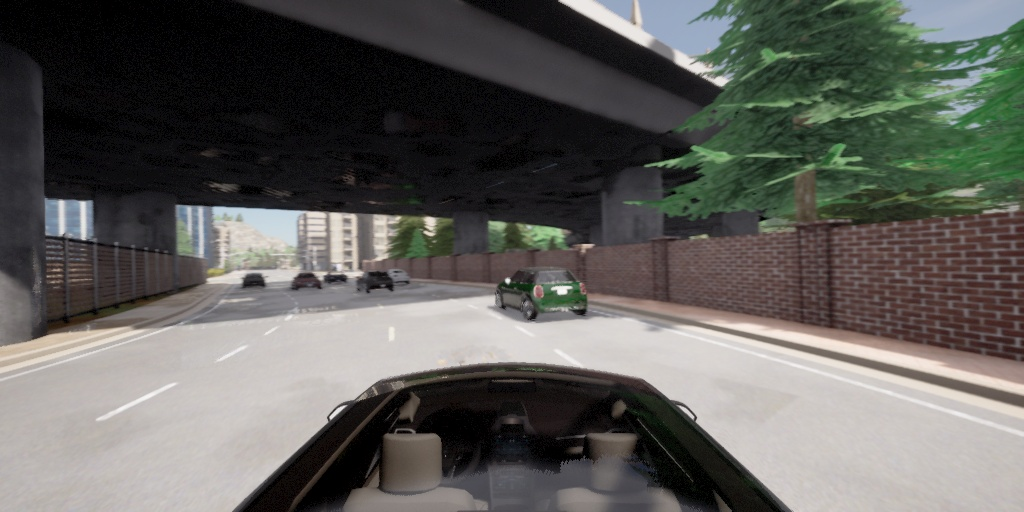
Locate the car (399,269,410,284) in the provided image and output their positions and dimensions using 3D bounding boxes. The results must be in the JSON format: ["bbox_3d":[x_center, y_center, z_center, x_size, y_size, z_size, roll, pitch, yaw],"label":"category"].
[{"bbox_3d":[-11.087,1.953,33.747,1.812,1.442,4.674,-1,-1,-36],"label":"car"}]

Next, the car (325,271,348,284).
[{"bbox_3d":[-19.479,2.347,39.368,1.895,1.301,4.718,-1,-1,-35],"label":"car"}]

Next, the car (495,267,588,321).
[{"bbox_3d":[0.891,1.195,13.360,2.097,1.767,4.553,-2,-1,-19],"label":"car"}]

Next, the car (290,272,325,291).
[{"bbox_3d":[-17.306,2.108,30.141,1.812,1.442,4.674,-1,-1,-36],"label":"car"}]

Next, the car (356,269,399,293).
[{"bbox_3d":[-10.097,1.825,26.249,1.837,1.490,4.892,-1,0,-34],"label":"car"}]

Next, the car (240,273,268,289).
[{"bbox_3d":[-25.392,2.392,35.308,1.837,1.490,4.892,-1,-1,-36],"label":"car"}]
